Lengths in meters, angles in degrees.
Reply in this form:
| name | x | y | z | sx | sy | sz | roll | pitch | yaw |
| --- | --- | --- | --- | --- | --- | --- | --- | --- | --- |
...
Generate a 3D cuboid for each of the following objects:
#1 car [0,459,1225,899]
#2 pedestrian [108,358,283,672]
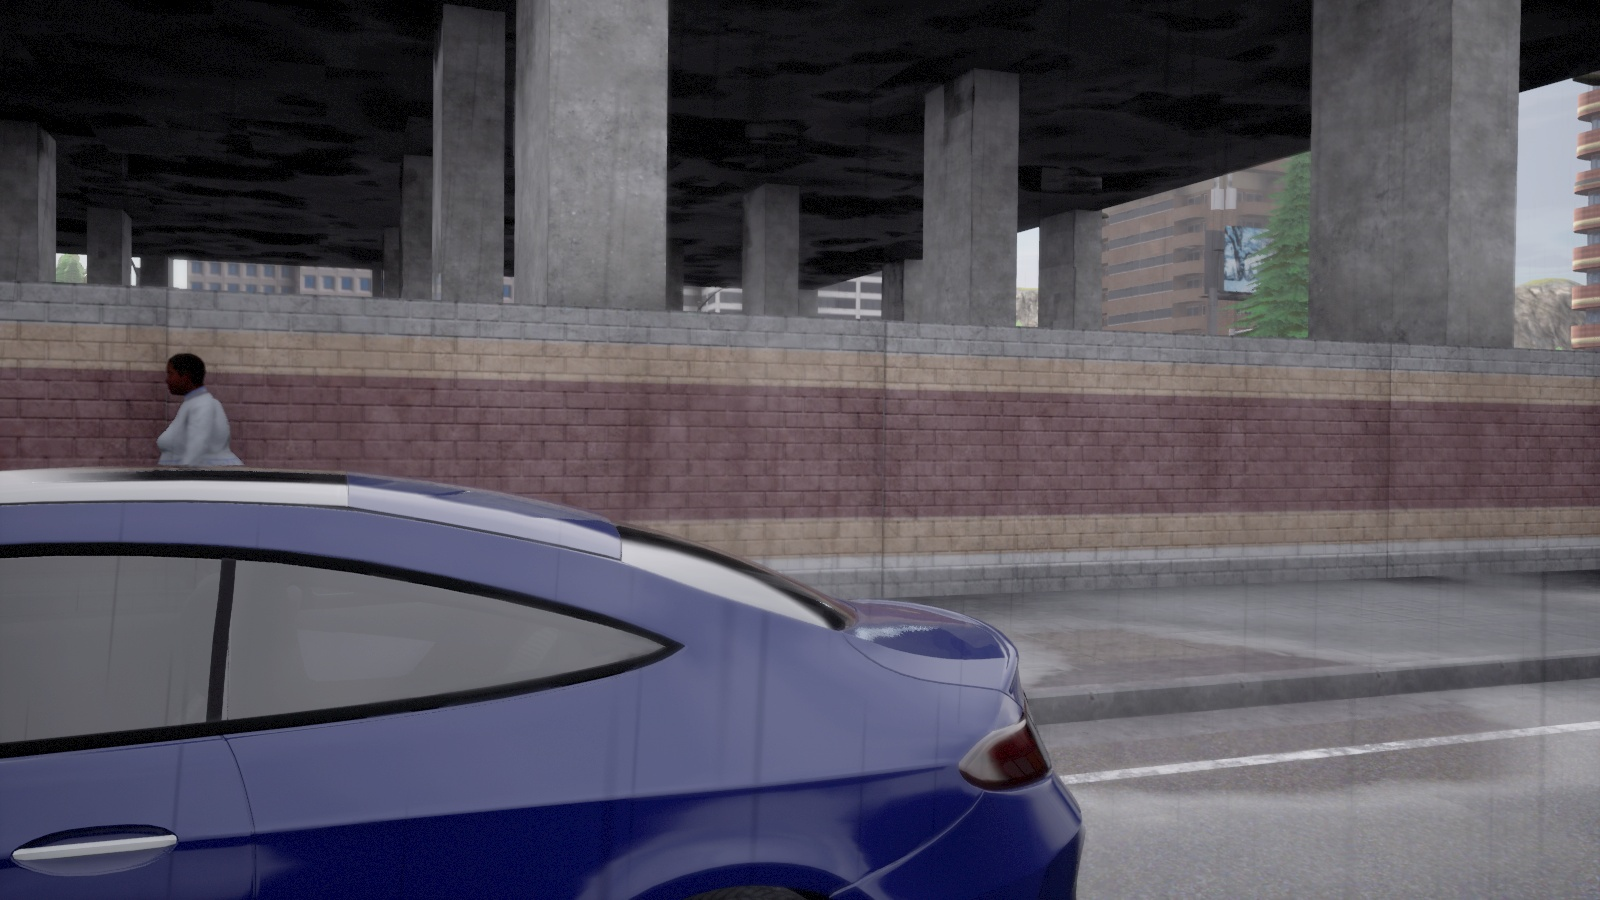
| name | x | y | z | sx | sy | sz | roll | pitch | yaw |
| --- | --- | --- | --- | --- | --- | --- | --- | --- | --- |
| car | -1.621 | 0.799 | 2.622 | 4.674 | 1.442 | 1.812 | -1 | 1 | -21 |
| pedestrian | -3.804 | 0.373 | 7.989 | 0.900 | 1.855 | 0.874 | -1 | 1 | -21 |
